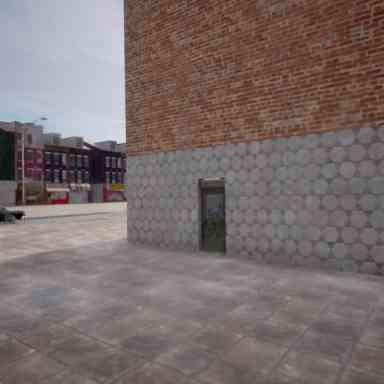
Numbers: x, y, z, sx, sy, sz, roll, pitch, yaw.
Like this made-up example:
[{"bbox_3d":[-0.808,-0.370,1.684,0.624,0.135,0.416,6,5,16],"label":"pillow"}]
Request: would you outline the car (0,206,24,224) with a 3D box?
[{"bbox_3d":[-13.903,1.565,22.026,1.895,1.301,4.718,-2,0,36],"label":"car"}]
